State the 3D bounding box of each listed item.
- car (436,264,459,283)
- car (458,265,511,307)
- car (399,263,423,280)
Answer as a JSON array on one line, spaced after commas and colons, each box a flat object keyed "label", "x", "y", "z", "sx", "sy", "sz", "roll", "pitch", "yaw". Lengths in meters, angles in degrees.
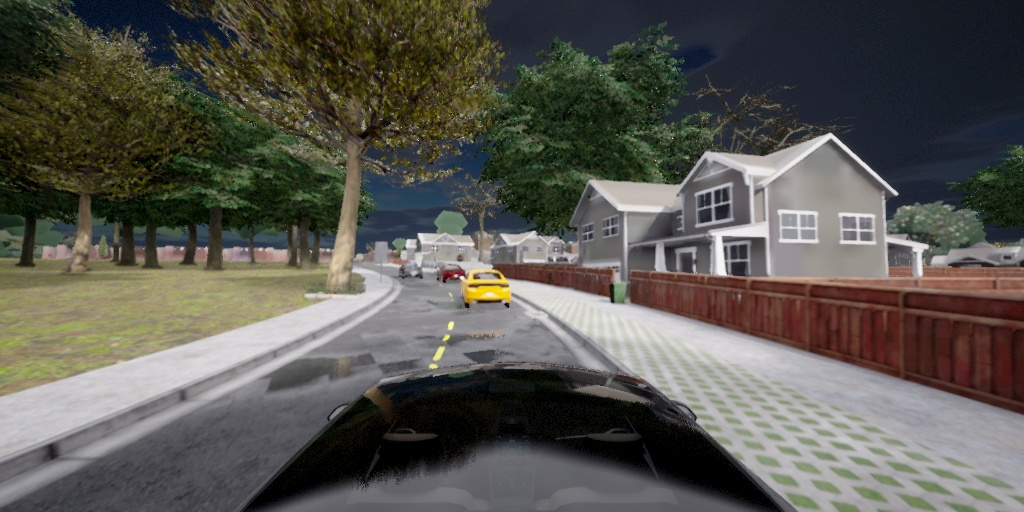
[{"label": "car", "x": -5.321, "y": 1.432, "z": 30.854, "sx": 1.882, "sy": 1.535, "sz": 5.008, "roll": 1, "pitch": 0, "yaw": -21}, {"label": "car", "x": -1.300, "y": 1.348, "z": 16.284, "sx": 1.882, "sy": 1.535, "sz": 5.008, "roll": 1, "pitch": 0, "yaw": -10}, {"label": "car", "x": -9.579, "y": 1.402, "z": 33.903, "sx": 2.128, "sy": 1.511, "sz": 4.902, "roll": 1, "pitch": -1, "yaw": -22}]
